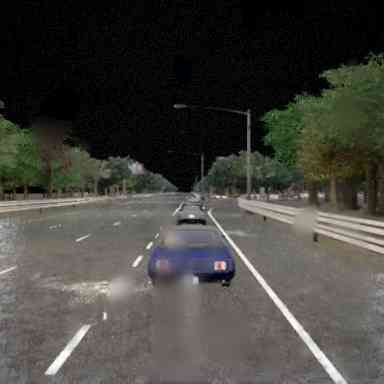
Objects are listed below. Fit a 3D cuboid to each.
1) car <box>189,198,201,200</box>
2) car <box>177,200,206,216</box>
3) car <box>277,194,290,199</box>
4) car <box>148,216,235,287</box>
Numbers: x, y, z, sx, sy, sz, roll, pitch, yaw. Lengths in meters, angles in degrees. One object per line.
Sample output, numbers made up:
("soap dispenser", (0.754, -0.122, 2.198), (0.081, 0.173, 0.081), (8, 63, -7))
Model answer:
("car", (0.380, 1.424, 38.110), (2.128, 1.511, 4.902), (0, 0, 5))
("car", (-0.024, 1.521, 23.344), (1.994, 1.385, 4.181), (0, 0, 0))
("car", (25.095, 1.211, 91.285), (1.882, 1.535, 5.008), (0, 0, 43))
("car", (-0.009, 1.582, 9.261), (1.895, 1.301, 4.718), (0, 0, 0))
